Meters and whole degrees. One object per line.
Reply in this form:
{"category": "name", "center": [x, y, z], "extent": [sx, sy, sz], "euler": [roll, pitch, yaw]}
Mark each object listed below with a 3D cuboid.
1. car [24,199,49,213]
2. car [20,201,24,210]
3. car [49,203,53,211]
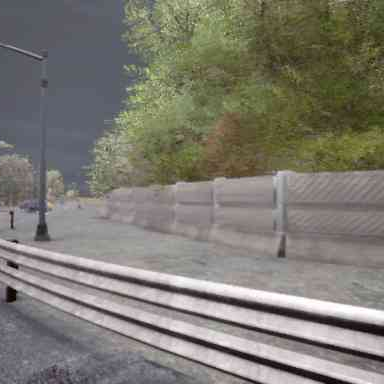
{"category": "car", "center": [-25.198, 2.395, 54.230], "extent": [2.150, 2.045, 5.566], "euler": [1, -1, -16]}
{"category": "car", "center": [-32.267, 2.482, 65.776], "extent": [2.150, 2.045, 5.566], "euler": [1, -1, -16]}
{"category": "car", "center": [-28.241, 2.837, 64.493], "extent": [1.882, 1.535, 5.008], "euler": [1, -1, -16]}
